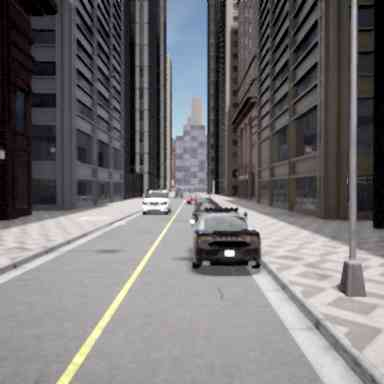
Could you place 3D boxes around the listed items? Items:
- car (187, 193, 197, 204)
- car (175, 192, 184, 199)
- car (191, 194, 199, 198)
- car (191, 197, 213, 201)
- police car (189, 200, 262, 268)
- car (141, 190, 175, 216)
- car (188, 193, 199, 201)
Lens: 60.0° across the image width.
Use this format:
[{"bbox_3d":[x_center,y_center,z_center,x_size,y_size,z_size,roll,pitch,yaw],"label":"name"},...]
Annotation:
[{"bbox_3d":[0.233,1.039,47.868,1.895,1.301,4.718,0,1,1],"label":"car"},{"bbox_3d":[-2.700,0.718,69.932,1.837,1.490,4.892,0,1,0],"label":"car"},{"bbox_3d":[1.014,1.180,26.743,1.837,1.490,4.892,0,1,0],"label":"car"},{"bbox_3d":[0.989,1.270,20.743,1.812,1.442,4.674,0,1,0],"label":"car"},{"bbox_3d":[0.947,1.288,10.852,1.930,1.638,5.238,0,1,0],"label":"police car"},{"bbox_3d":[-2.975,0.871,28.872,2.150,2.045,5.566,0,1,0],"label":"car"},{"bbox_3d":[0.264,0.863,61.524,1.994,1.385,4.181,0,1,0],"label":"car"}]
